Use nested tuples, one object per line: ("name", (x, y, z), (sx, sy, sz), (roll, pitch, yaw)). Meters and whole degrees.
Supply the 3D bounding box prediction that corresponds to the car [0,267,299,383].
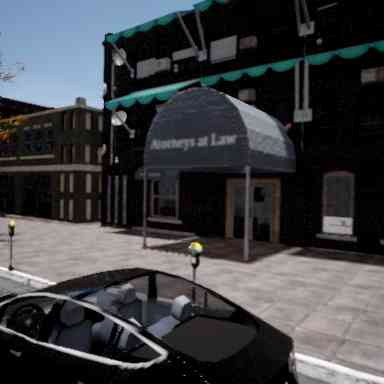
("car", (-1.058, 1.536, 3.614), (4.313, 1.339, 1.947), (1, 1, 35))
